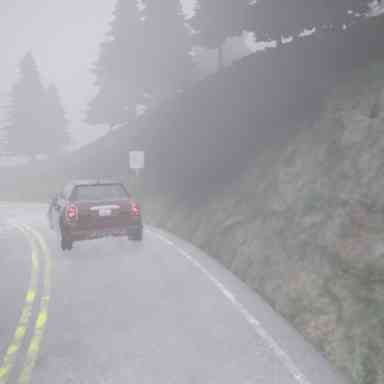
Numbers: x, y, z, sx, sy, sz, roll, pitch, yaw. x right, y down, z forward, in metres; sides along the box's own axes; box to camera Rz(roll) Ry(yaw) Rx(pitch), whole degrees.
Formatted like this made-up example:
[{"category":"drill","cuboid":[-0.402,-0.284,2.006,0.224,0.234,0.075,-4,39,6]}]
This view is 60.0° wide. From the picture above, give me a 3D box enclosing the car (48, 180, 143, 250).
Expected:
[{"category":"car","cuboid":[-3.141,0.406,10.204,2.097,1.767,4.553,-3,5,-27]}]
